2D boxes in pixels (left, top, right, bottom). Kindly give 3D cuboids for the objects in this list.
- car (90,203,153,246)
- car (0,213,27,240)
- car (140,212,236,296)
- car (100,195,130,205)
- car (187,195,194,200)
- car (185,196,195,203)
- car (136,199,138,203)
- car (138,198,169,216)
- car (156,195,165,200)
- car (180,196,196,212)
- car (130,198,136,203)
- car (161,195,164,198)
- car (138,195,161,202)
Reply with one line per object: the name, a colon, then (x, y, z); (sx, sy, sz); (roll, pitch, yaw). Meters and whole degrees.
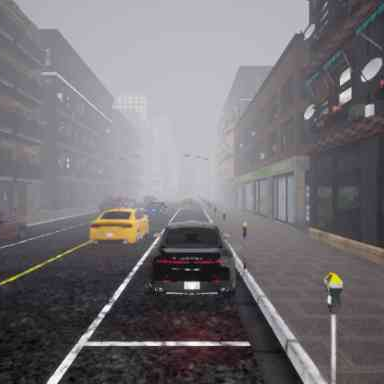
car: (-3.140, 1.478, 15.217); (1.882, 1.535, 5.008); (0, 0, 0)
car: (-8.835, 1.583, 14.612); (1.802, 1.307, 4.206); (0, 0, 0)
car: (0.001, 1.504, 8.649); (1.837, 1.490, 4.892); (0, 0, 0)
car: (-8.833, 1.314, 37.157); (2.192, 1.841, 5.009); (0, 0, 0)
car: (-0.452, 1.513, 93.685); (1.752, 1.417, 4.829); (0, 0, 0)
car: (-0.453, 1.545, 70.970); (2.008, 1.369, 4.403); (0, 0, 0)
car: (-8.834, 1.543, 48.430); (1.887, 1.381, 4.507); (0, 0, 0)
car: (-3.144, 1.547, 29.734); (2.033, 1.411, 5.357); (0, 0, 0)
car: (-8.834, 1.539, 93.519); (2.008, 1.369, 4.403); (0, 0, 0)
car: (-0.454, 1.524, 37.323); (1.752, 1.417, 4.829); (0, 0, 0)
car: (-8.834, 1.439, 42.793); (1.967, 1.590, 4.097); (0, 0, 0)
car: (-8.834, 1.540, 87.882); (2.008, 1.369, 4.403); (0, 0, 0)
car: (-6.148, 1.347, 48.399); (2.097, 1.767, 4.553); (0, 0, 0)
